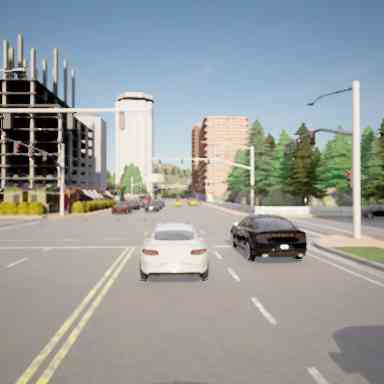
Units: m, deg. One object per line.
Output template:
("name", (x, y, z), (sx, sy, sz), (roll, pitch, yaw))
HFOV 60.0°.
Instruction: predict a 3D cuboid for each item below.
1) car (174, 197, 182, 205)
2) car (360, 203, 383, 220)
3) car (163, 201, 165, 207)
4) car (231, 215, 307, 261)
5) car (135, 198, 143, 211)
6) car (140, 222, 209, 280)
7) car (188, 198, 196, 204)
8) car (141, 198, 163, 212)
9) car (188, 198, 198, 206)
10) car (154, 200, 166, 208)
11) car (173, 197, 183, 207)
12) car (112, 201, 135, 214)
("car", (-3.610, 2.249, 85.072), (2.150, 2.045, 5.566), (0, -1, -2))
("car", (18.122, 1.840, 31.918), (4.902, 1.511, 2.128), (0, -1, -1))
("car", (-6.006, 2.180, 56.629), (2.128, 1.511, 4.902), (0, -1, -2))
("car", (2.790, 1.630, 13.072), (1.882, 1.535, 5.008), (0, -1, -4))
("car", (-9.322, 2.116, 51.873), (1.882, 1.535, 5.008), (0, -1, -2))
("car", (-0.538, 1.651, 10.265), (1.812, 1.442, 4.674), (0, -1, -3))
("car", (-0.103, 2.320, 84.985), (1.882, 1.535, 5.008), (0, -1, -2))
("car", (-5.643, 2.070, 47.505), (2.128, 1.511, 4.902), (0, -1, -2))
("car", (0.296, 2.371, 75.420), (1.882, 1.535, 5.008), (0, -1, -2))
("car", (-6.366, 2.361, 67.071), (2.033, 1.411, 5.357), (0, -1, -2))
("car", (-3.062, 2.347, 72.192), (1.882, 1.535, 5.008), (0, -1, -2))
("car", (-8.944, 2.003, 42.532), (1.882, 1.535, 5.008), (0, -1, -2))
